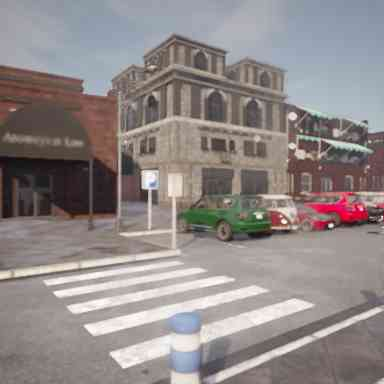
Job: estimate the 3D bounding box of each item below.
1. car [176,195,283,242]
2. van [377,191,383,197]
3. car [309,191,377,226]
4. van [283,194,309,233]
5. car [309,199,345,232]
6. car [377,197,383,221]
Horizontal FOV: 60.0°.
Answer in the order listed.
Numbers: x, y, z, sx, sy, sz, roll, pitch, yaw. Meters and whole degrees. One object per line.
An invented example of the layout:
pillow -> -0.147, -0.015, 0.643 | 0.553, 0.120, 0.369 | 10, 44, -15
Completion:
car -> 1.351, 1.154, 16.448 | 2.435, 2.045, 5.566 | -1, 0, -35
van -> 12.756, 1.038, 24.599 | 1.878, 1.987, 4.442 | -1, 0, -35
car -> 8.166, 1.076, 21.249 | 2.435, 2.045, 5.566 | -1, 0, -35
van -> 3.706, 1.155, 17.928 | 1.878, 1.987, 4.442 | -1, 0, -35
car -> 6.032, 1.383, 19.676 | 2.163, 1.488, 4.792 | -1, 0, -35
car -> 10.558, 1.297, 22.894 | 2.231, 1.521, 4.892 | -1, 1, -35
